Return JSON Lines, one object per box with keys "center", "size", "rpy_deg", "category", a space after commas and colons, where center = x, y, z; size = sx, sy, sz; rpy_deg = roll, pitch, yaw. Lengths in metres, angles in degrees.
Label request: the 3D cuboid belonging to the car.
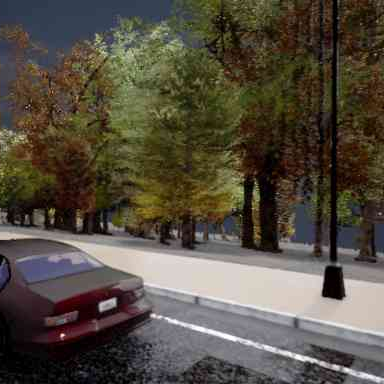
{"center": [-3.153, 1.559, 5.926], "size": [5.357, 1.411, 2.033], "rpy_deg": [0, 0, 36], "category": "car"}
